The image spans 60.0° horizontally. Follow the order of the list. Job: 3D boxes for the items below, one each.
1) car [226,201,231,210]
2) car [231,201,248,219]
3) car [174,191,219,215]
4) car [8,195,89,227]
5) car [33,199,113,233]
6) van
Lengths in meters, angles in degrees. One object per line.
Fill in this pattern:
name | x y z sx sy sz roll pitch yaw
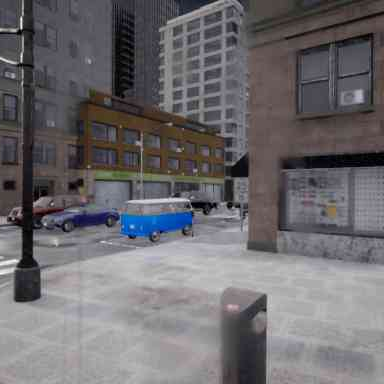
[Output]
car | 5.458 1.178 35.369 1.895 1.301 4.718 1 1 36
car | 5.036 1.280 24.614 2.008 1.369 4.403 1 1 35
car | -0.405 0.924 27.082 2.150 2.045 5.566 0 1 35
car | -8.399 1.123 20.372 2.192 1.841 5.009 1 1 35
car | -6.177 1.351 18.926 1.812 1.442 4.674 0 1 35
van | -1.439 1.208 15.451 1.690 1.788 3.998 1 1 35
